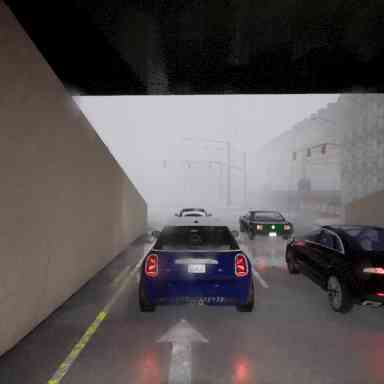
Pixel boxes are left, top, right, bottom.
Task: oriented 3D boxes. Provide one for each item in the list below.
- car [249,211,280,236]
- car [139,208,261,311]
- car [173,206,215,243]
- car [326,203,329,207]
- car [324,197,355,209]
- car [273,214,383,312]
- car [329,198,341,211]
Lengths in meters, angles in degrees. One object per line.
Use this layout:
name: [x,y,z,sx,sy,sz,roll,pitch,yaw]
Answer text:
car: [3.591,1.601,16.980,1.895,1.301,4.718,0,0,0]
car: [0.084,1.352,7.920,2.097,1.767,4.553,0,0,0]
car: [0.069,1.526,16.972,1.812,1.442,4.674,0,0,0]
car: [17.516,1.453,39.366,2.038,1.542,4.974,0,0,45]
car: [17.552,1.295,39.403,1.853,1.218,4.536,0,0,45]
car: [3.583,1.492,7.654,2.128,1.511,4.902,0,0,0]
car: [17.414,1.453,34.759,2.038,1.542,4.974,0,0,-35]
